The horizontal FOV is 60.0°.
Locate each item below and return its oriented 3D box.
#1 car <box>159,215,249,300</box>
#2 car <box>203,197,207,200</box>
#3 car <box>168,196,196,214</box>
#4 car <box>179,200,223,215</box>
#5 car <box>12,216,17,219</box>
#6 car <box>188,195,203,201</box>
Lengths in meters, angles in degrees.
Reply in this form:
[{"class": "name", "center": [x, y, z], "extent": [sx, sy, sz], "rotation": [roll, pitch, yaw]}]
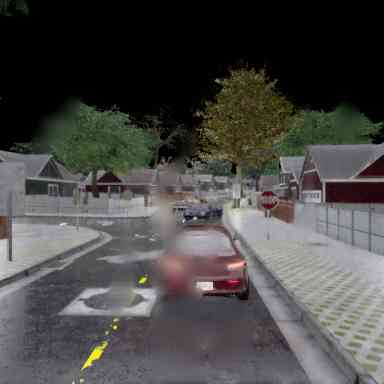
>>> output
[{"class": "car", "center": [0.282, 1.527, 8.293], "extent": [1.812, 1.442, 4.674], "rotation": [0, 0, 1]}, {"class": "car", "center": [1.309, 1.407, 55.979], "extent": [1.895, 1.301, 4.718], "rotation": [0, 0, 8]}, {"class": "car", "center": [-1.154, 1.504, 34.910], "extent": [2.033, 1.411, 5.357], "rotation": [0, 0, 6]}, {"class": "car", "center": [0.995, 1.589, 26.117], "extent": [1.895, 1.301, 4.718], "rotation": [0, 0, 21]}, {"class": "car", "center": [-14.087, 1.225, 21.749], "extent": [4.902, 1.511, 2.128], "rotation": [1, 0, 3]}, {"class": "car", "center": [-0.115, 1.242, 44.747], "extent": [2.097, 1.767, 4.553], "rotation": [0, 0, 7]}]
